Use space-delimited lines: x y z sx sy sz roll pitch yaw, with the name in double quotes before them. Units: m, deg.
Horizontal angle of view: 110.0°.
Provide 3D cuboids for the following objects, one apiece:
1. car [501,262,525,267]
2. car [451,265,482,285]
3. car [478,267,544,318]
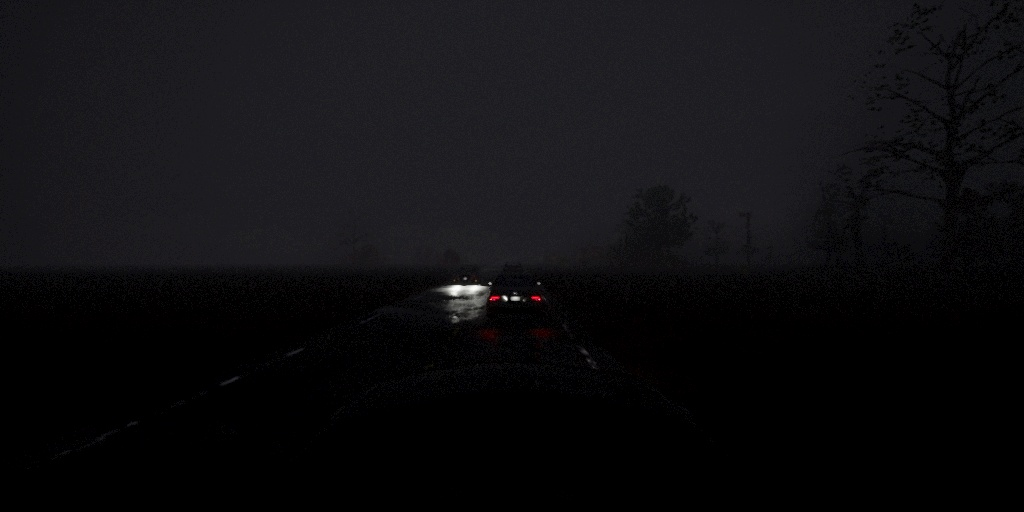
"car" 0.095 1.235 31.549 2.128 1.511 4.902 0 0 0
"car" -3.102 1.307 25.705 1.994 1.385 4.181 0 0 0
"car" 0.097 1.295 13.011 2.033 1.411 5.357 0 0 0
